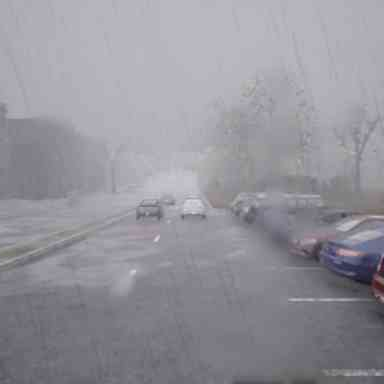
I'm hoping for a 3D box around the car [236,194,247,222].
[{"bbox_3d":[5.513,1.216,21.958,4.553,1.767,2.185,0,1,0],"label":"car"}]

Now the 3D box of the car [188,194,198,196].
[{"bbox_3d":[0.108,0.994,42.379,1.812,1.442,4.674,0,2,0],"label":"car"}]

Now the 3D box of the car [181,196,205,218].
[{"bbox_3d":[0.107,1.311,27.513,1.812,1.442,4.674,0,1,0],"label":"car"}]

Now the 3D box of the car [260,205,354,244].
[{"bbox_3d":[5.512,1.451,13.570,4.792,1.488,2.163,0,1,0],"label":"car"}]

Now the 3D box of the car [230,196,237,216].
[{"bbox_3d":[5.539,1.309,24.587,4.892,1.521,2.231,0,1,0],"label":"car"}]

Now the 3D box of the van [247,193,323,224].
[{"bbox_3d":[5.660,1.146,19.073,4.442,1.987,1.878,0,1,0],"label":"van"}]

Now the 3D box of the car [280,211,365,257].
[{"bbox_3d":[5.544,1.479,10.812,4.674,1.452,2.002,0,0,0],"label":"car"}]

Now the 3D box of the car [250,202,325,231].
[{"bbox_3d":[5.572,1.426,16.322,4.792,1.488,2.163,0,1,0],"label":"car"}]

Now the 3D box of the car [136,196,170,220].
[{"bbox_3d":[-3.143,1.302,25.821,2.128,1.511,4.902,0,1,0],"label":"car"}]

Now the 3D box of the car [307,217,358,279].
[{"bbox_3d":[5.538,1.494,8.058,4.674,1.452,2.002,0,0,0],"label":"car"}]

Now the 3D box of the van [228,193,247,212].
[{"bbox_3d":[5.430,1.043,27.342,4.442,1.987,1.878,0,1,0],"label":"van"}]

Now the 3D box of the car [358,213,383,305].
[{"bbox_3d":[5.509,1.343,5.296,4.553,1.767,2.185,0,0,0],"label":"car"}]

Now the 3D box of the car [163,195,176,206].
[{"bbox_3d":[-3.139,1.014,43.057,1.994,1.385,4.181,0,2,0],"label":"car"}]

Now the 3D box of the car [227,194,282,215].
[{"bbox_3d":[5.577,1.098,30.095,4.553,1.767,2.185,0,1,0],"label":"car"}]
